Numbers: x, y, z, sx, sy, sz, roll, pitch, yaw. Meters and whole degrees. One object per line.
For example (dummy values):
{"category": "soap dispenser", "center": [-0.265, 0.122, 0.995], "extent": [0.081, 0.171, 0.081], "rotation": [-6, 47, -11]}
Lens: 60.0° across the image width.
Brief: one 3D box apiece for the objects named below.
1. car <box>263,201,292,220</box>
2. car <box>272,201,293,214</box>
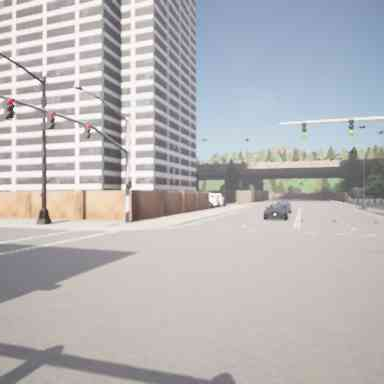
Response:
{"category": "car", "center": [7.623, 1.750, 29.958], "extent": [1.994, 1.385, 4.181], "rotation": [0, 0, 19]}
{"category": "car", "center": [10.933, 1.793, 39.892], "extent": [2.033, 1.411, 5.357], "rotation": [0, 0, 19]}
